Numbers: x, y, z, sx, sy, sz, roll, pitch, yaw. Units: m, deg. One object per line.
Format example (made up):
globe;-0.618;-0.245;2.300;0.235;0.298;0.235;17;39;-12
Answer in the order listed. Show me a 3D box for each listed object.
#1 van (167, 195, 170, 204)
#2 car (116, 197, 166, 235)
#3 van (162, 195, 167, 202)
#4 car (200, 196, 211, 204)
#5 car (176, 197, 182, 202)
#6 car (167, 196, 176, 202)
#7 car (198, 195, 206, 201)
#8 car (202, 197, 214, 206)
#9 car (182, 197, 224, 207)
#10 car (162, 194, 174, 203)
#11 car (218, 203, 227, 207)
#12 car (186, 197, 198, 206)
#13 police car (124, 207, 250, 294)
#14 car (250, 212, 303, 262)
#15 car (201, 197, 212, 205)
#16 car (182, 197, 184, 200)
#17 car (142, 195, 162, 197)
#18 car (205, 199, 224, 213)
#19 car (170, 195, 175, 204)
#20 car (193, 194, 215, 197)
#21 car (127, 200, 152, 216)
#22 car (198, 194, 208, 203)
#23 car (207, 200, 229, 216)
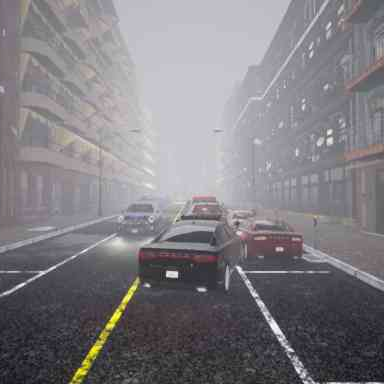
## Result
van;-5.246;1.446;56.353;1.690;1.788;3.998;1;0;0
car;-2.837;1.369;18.797;2.097;1.767;4.553;0;0;0
van;-5.250;1.428;50.821;1.690;1.788;3.998;2;0;0
car;2.648;1.585;67.346;1.967;1.590;4.097;1;0;0
car;-2.686;1.791;78.751;1.895;1.301;4.718;0;0;0
car;-5.230;1.780;84.005;1.947;1.339;4.313;1;0;0
car;2.624;1.681;89.471;1.967;1.590;4.097;1;0;0
car;2.629;1.649;56.284;1.887;1.381;4.507;1;0;0
car;0.703;1.368;18.633;2.097;1.767;4.553;0;0;-3
car;-5.232;1.482;72.943;2.192;1.841;5.009;1;0;0
car;2.598;1.541;17.740;1.752;1.417;4.829;1;0;0
car;0.048;1.606;59.428;2.128;1.511;4.902;0;0;0
police car;0.282;1.431;9.089;1.930;1.638;5.238;0;0;15
car;2.593;1.554;12.038;1.887;1.381;4.507;1;0;0
car;2.634;1.668;61.814;1.887;1.381;4.507;1;0;0
car;0.045;1.635;45.245;1.994;1.385;4.181;0;0;1
car;-5.258;1.373;39.762;2.192;1.841;5.009;2;0;0
car;2.615;1.609;39.692;2.008;1.369;4.403;1;0;0
car;-5.237;1.460;67.413;2.192;1.841;5.009;1;0;0
car;0.844;1.252;24.743;2.150;2.045;5.566;0;0;0
car;-5.269;1.571;34.060;1.752;1.417;4.829;2;0;0
car;2.618;1.504;78.408;2.192;1.841;5.009;1;0;0
car;2.611;1.591;34.160;1.887;1.381;4.507;1;0;0
